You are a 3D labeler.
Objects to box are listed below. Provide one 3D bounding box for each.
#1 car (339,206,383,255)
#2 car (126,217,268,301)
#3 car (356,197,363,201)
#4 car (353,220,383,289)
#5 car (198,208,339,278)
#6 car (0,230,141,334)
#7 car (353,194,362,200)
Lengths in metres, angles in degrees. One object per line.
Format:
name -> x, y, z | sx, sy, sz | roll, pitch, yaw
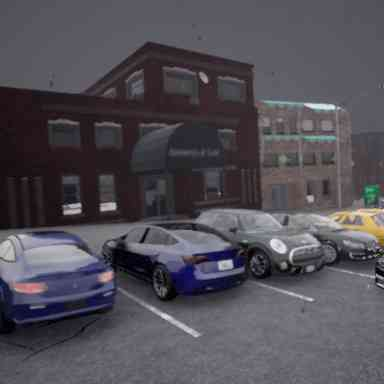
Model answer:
car -> 6.410, 1.458, 13.786 | 1.946, 1.575, 5.366 | 0, 0, -35
car -> -0.681, 1.504, 8.548 | 2.163, 1.488, 4.792 | 0, 0, -35
car -> 11.326, 1.323, 17.021 | 2.185, 1.767, 4.553 | 0, 0, -35
car -> 6.152, 1.478, 7.759 | 4.902, 1.511, 2.128 | 0, 0, -35
car -> 1.712, 1.344, 10.254 | 2.185, 1.767, 4.553 | 0, 0, -35
car -> -3.057, 1.518, 6.818 | 2.002, 1.452, 4.674 | 0, 0, -35
car -> 24.828, 0.802, 52.862 | 1.994, 1.385, 4.181 | -4, 0, -23
